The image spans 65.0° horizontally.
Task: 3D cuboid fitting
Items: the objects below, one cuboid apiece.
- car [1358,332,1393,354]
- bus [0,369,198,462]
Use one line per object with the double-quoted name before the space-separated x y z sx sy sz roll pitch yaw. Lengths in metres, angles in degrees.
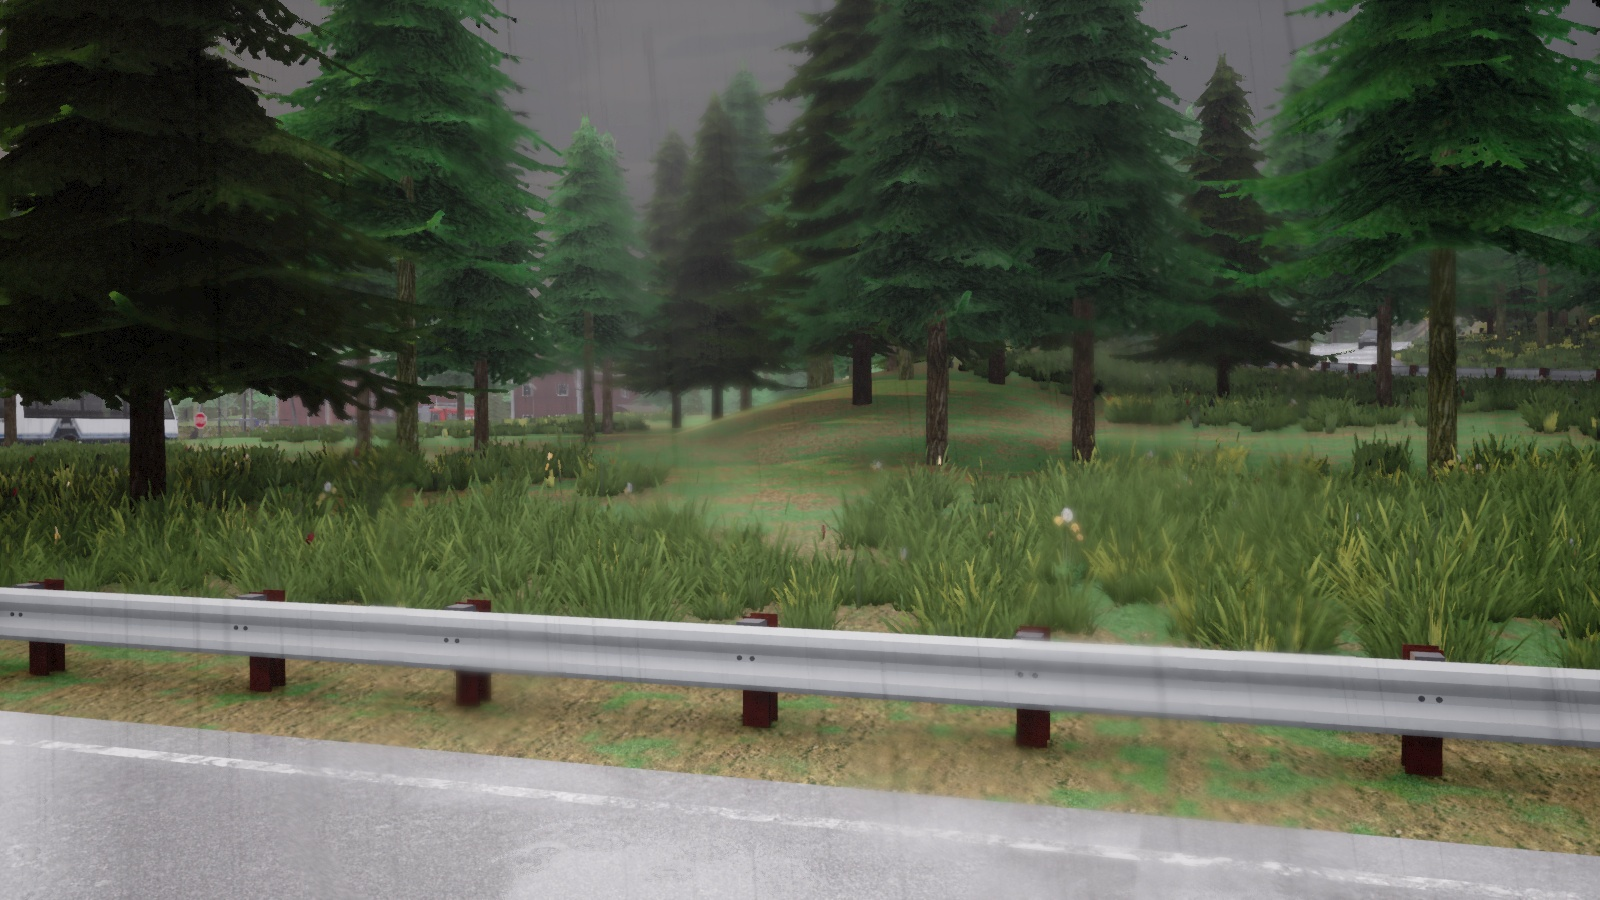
"car" 40.720 -7.574 88.791 1.994 1.385 4.181 1 6 28
"bus" -35.726 -1.667 63.051 3.944 4.253 10.273 1 1 17
